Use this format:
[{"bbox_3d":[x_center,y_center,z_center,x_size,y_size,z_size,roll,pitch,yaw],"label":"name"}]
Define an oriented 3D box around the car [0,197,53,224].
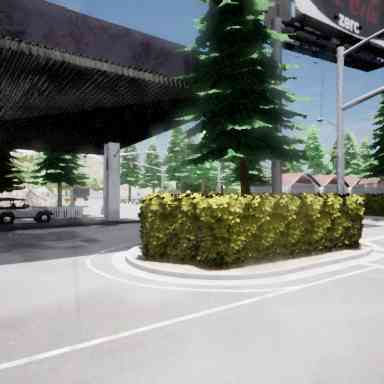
[{"bbox_3d":[-12.000,1.313,23.459,3.866,1.878,1.905,0,0,-36],"label":"car"}]
